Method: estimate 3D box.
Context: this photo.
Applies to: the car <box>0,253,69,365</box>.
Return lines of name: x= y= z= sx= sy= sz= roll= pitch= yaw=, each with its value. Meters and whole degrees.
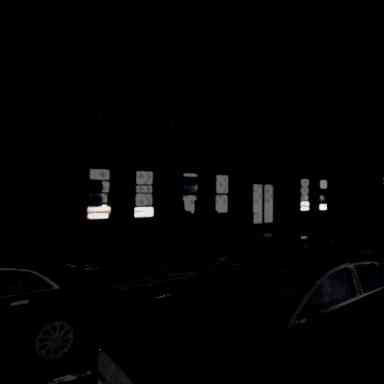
car: x=-3.253 y=1.548 z=4.242 sx=4.403 sy=1.369 sz=2.008 roll=1 pitch=0 yaw=-35

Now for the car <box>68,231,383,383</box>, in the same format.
car: x=1.261 y=1.518 z=4.276 sx=4.902 sy=1.511 sz=2.128 roll=1 pitch=0 yaw=-35

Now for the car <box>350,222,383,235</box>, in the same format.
car: x=6.020 y=1.670 z=10.844 sx=4.206 sy=1.307 sz=1.802 roll=1 pitch=0 yaw=-35
